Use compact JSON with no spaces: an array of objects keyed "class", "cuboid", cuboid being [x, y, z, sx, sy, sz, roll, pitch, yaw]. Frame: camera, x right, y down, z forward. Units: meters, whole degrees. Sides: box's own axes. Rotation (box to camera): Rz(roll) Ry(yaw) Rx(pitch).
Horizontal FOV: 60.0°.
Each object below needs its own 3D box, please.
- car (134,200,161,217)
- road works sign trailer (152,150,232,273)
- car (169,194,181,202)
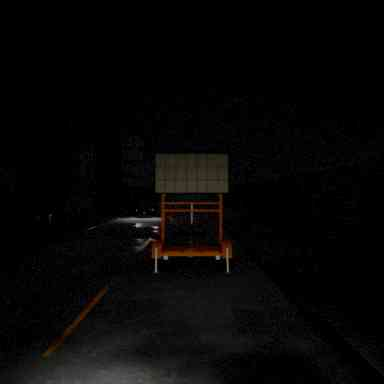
[{"class":"car","cuboid":[-4.112,1.525,30.919,1.812,1.442,4.674,0,0,0]},{"class":"road works sign trailer","cuboid":[-0.004,0.464,10.652,2.380,3.560,2.880,0,0,0]},{"class":"car","cuboid":[-4.026,1.536,72.049,2.033,1.411,5.357,0,0,0]}]
